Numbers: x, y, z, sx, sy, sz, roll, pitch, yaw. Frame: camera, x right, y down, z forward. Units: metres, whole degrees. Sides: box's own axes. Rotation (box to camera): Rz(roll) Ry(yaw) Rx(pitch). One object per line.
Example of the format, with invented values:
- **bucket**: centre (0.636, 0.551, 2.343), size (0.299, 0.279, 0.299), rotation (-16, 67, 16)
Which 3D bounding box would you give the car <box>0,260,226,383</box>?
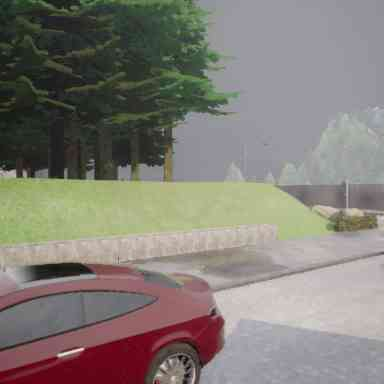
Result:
- **car**: centre (-1.741, 1.526, 3.355), size (4.674, 1.442, 1.812), rotation (0, 0, -35)
